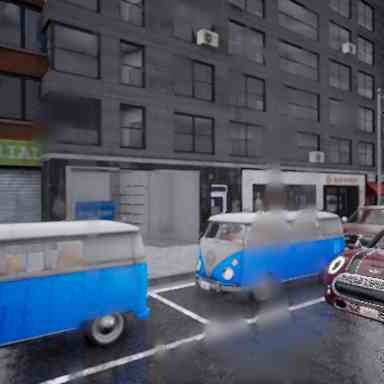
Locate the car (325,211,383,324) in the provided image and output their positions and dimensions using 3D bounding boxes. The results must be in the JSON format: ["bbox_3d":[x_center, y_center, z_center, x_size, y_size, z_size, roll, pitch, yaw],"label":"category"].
[{"bbox_3d":[4.732,1.393,6.760,4.553,1.767,2.097,0,0,-36],"label":"car"}]

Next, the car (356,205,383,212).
[{"bbox_3d":[6.515,1.378,11.202,5.009,1.841,2.192,0,-1,-36],"label":"car"}]

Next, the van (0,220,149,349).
[{"bbox_3d":[-2.576,1.344,4.709,3.998,1.788,1.690,0,-1,-36],"label":"van"}]

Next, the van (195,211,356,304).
[{"bbox_3d":[1.969,1.374,7.955,3.998,1.788,1.690,0,-1,-36],"label":"van"}]
